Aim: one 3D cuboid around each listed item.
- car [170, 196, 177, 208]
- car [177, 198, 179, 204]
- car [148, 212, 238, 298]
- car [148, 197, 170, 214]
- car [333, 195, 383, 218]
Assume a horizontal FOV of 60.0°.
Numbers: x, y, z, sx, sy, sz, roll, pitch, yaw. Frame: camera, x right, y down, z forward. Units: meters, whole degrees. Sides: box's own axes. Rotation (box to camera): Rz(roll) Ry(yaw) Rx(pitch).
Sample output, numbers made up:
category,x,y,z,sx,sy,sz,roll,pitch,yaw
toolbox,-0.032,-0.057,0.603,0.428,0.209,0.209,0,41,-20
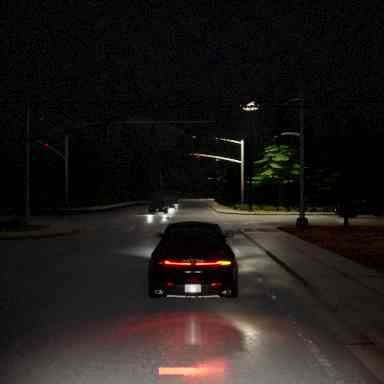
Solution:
category,x,y,z,sx,sy,sz,roll,pitch,yaw
car,-3.662,1.600,48.041,1.895,1.301,4.718,0,0,0
car,-3.580,1.507,62.839,1.837,1.490,4.892,0,-1,1
car,0.036,1.501,8.481,1.837,1.490,4.892,0,0,0
car,-3.531,1.510,34.931,1.837,1.490,4.892,0,0,-3
car,15.558,1.248,29.621,5.566,2.045,2.150,0,0,1
